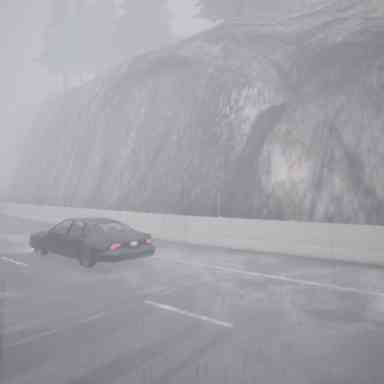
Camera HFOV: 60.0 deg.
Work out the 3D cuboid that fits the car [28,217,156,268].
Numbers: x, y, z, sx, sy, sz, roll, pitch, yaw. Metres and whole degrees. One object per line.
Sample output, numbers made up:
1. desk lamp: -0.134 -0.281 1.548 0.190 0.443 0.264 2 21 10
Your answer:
1. car: -3.607 1.566 11.411 5.357 1.411 2.033 0 0 41
